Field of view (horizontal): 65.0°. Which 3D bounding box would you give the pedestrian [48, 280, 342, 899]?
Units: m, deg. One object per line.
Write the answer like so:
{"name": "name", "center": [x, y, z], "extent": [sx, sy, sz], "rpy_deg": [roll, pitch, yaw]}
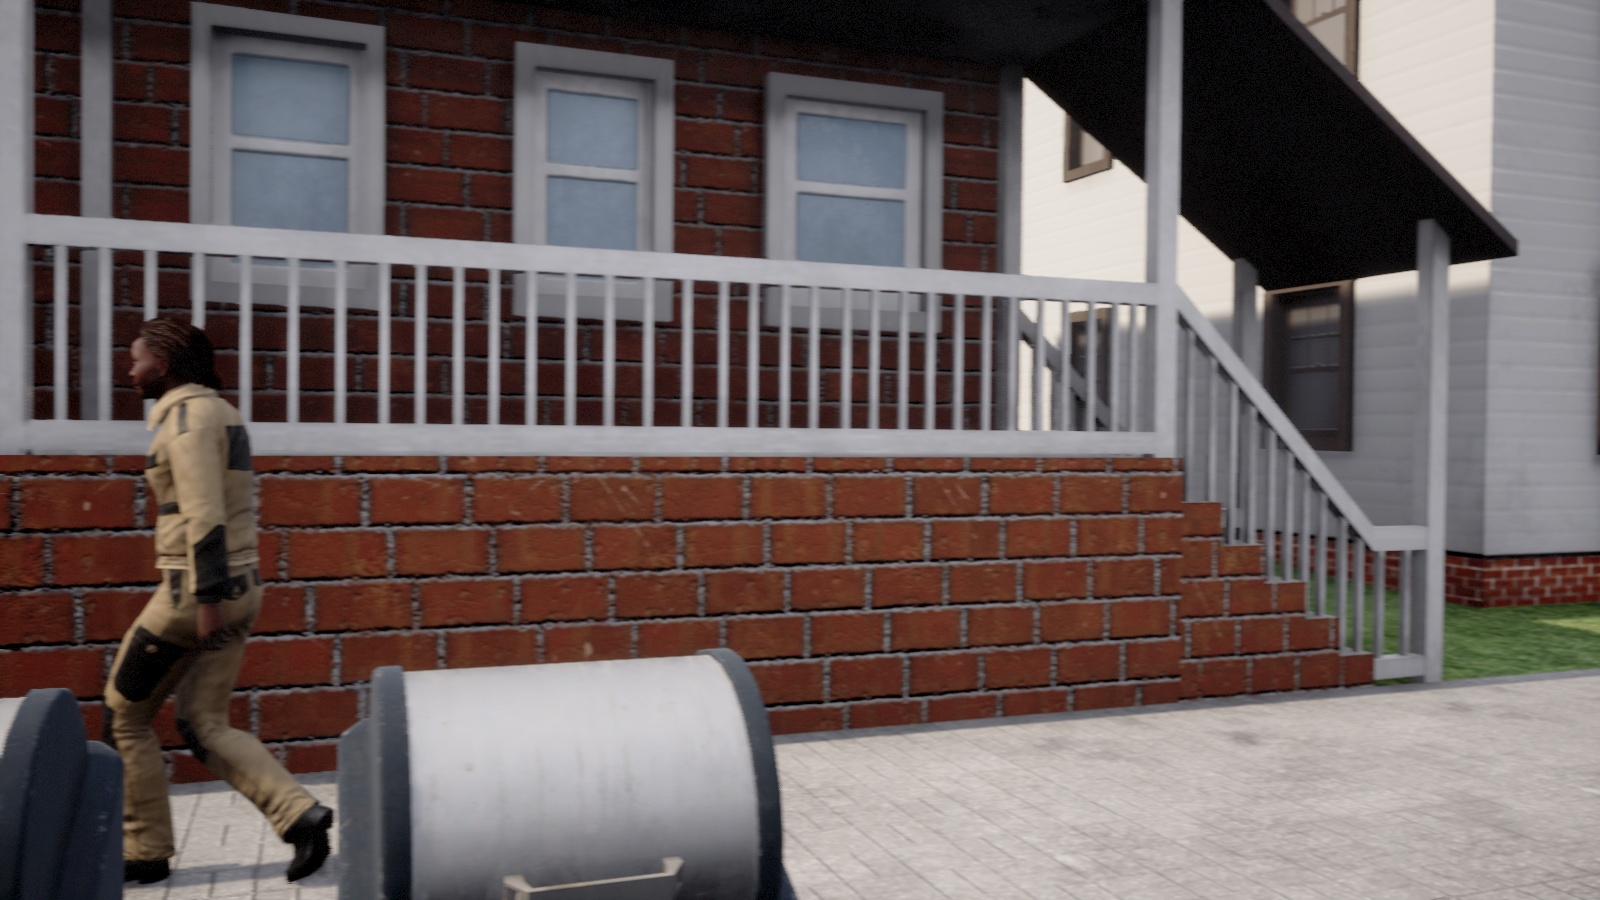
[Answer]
{"name": "pedestrian", "center": [-1.872, 0.464, 3.935], "extent": [0.692, 1.930, 0.396], "rpy_deg": [-1, 1, 2]}
